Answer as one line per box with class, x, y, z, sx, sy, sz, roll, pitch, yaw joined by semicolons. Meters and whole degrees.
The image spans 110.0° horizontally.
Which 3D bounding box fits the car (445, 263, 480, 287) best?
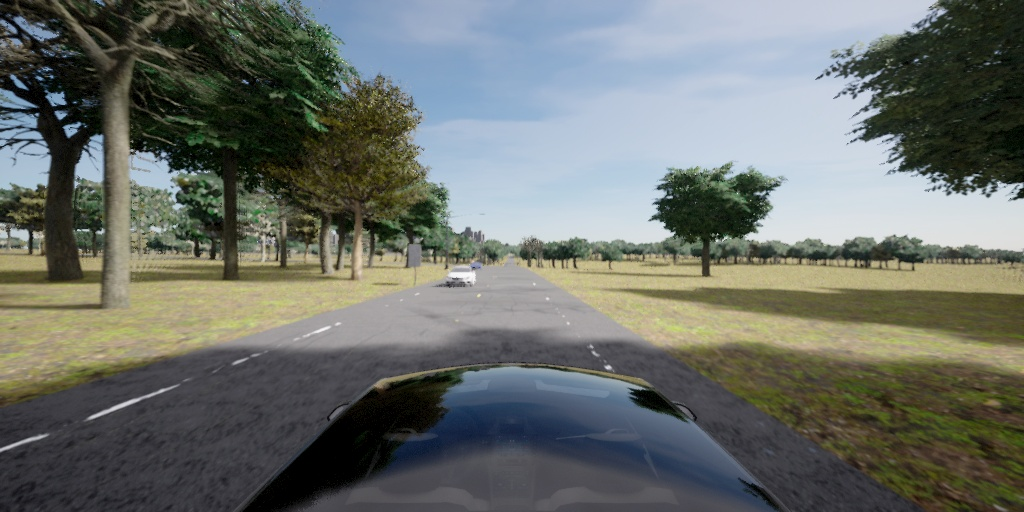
car;-3.625;1.447;26.137;1.812;1.442;4.674;0;-1;0
